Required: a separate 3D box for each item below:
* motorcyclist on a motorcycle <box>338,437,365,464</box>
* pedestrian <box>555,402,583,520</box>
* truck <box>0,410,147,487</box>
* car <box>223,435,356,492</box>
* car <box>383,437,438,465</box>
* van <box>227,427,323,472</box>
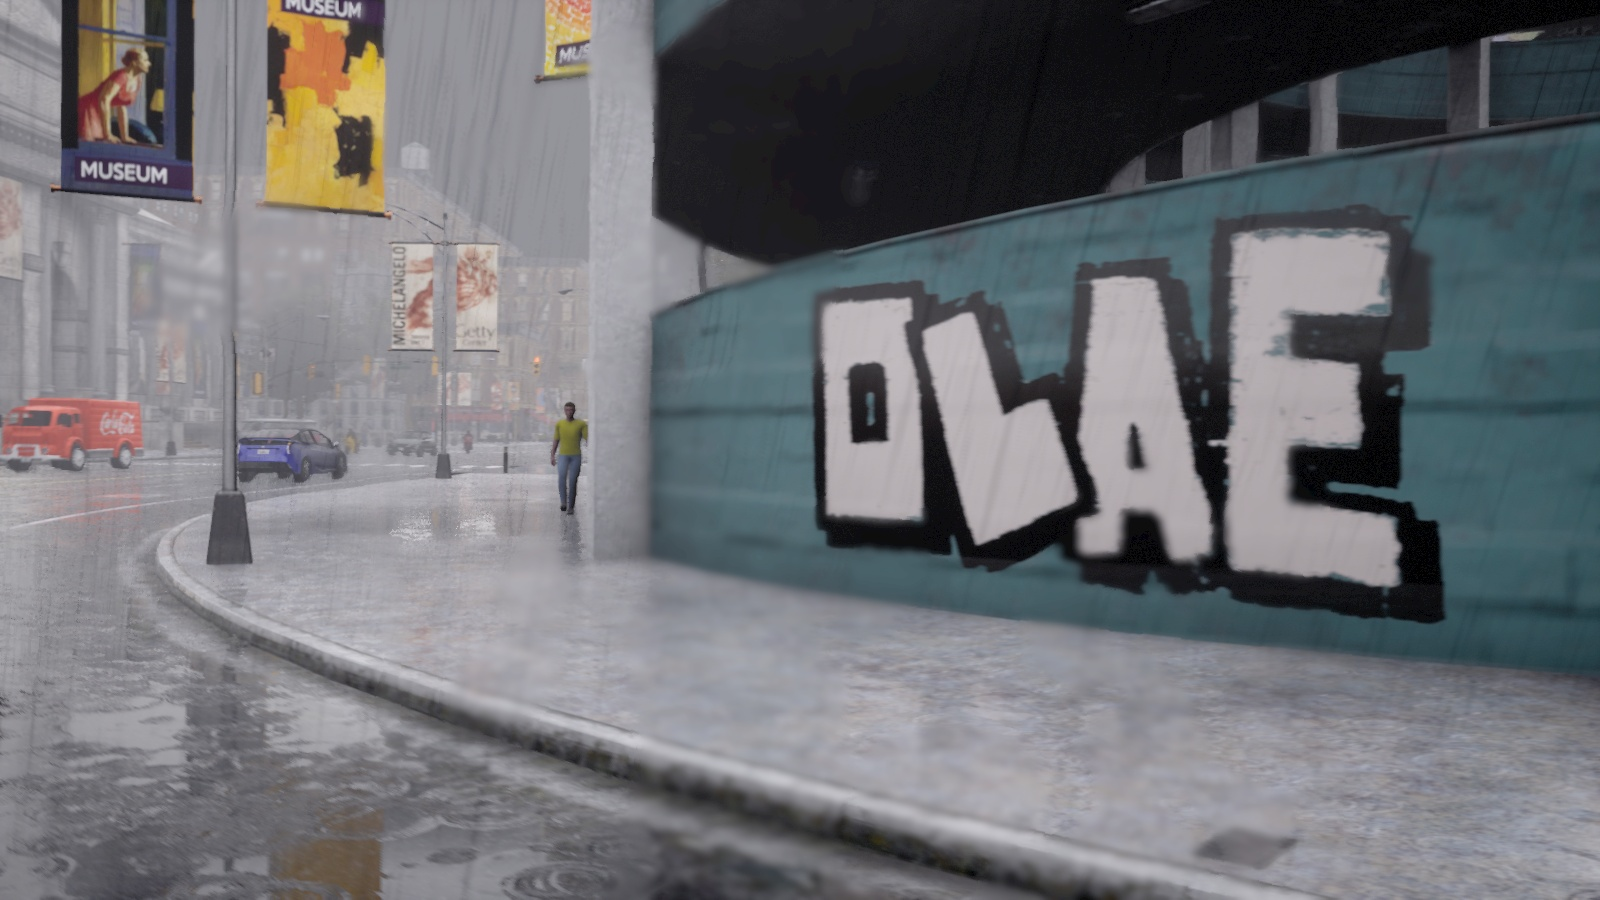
[{"bbox_3d":[-25.454,0.029,71.330,0.797,1.523,2.044,0,1,-1],"label":"motorcyclist on a motorcycle"},{"bbox_3d":[-3.648,0.169,19.869,0.354,1.836,0.706,-1,1,-5],"label":"pedestrian"},{"bbox_3d":[-25.170,-0.089,43.260,2.627,2.467,5.204,0,1,-1],"label":"truck"},{"bbox_3d":[-14.579,0.346,36.152,2.007,1.525,4.514,0,1,-1],"label":"car"},{"bbox_3d":[-21.950,0.036,70.983,1.816,1.474,4.193,0,1,-1],"label":"car"},{"bbox_3d":[-24.579,-0.053,58.947,1.775,1.987,4.442,0,1,16],"label":"van"}]
